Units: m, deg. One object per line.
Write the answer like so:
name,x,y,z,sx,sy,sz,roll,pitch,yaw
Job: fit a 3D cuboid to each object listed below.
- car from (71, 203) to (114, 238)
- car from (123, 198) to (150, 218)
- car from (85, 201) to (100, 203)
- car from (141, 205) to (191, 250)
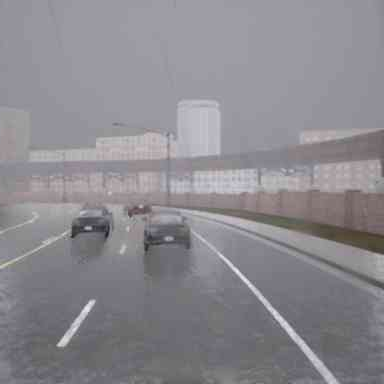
car,-5.270,1.536,17.904,1.812,1.442,4.674,0,0,-10
car,-5.132,1.350,30.977,2.097,1.767,4.553,-1,0,-19
car,-10.590,1.635,35.329,1.895,1.301,4.718,-1,0,-25
car,-1.136,1.521,14.242,1.812,1.442,4.674,0,0,-8
